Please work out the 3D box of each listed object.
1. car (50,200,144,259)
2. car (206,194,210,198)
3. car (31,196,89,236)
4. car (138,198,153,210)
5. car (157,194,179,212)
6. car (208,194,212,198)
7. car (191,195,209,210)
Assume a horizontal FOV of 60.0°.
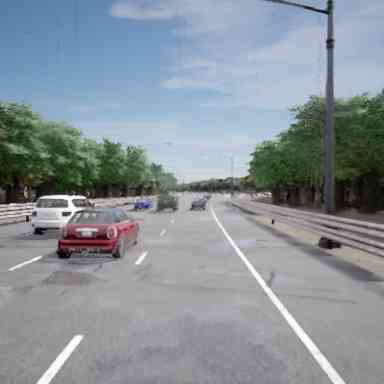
[{"bbox_3d":[-3.348,1.360,12.782,2.097,1.767,4.553,0,0,1],"label":"car"},{"bbox_3d":[2.136,1.660,68.193,1.895,1.301,4.718,0,0,4],"label":"car"},{"bbox_3d":[-6.809,1.221,18.588,2.150,2.045,5.566,0,0,1],"label":"car"},{"bbox_3d":[-6.139,1.547,42.326,1.812,1.442,4.674,0,0,2],"label":"car"},{"bbox_3d":[-2.773,1.262,39.404,2.150,2.045,5.566,0,0,2],"label":"car"},{"bbox_3d":[3.763,1.523,89.979,1.837,1.490,4.892,0,0,4],"label":"car"},{"bbox_3d":[0.867,1.554,44.429,2.128,1.511,4.902,0,0,2],"label":"car"}]
